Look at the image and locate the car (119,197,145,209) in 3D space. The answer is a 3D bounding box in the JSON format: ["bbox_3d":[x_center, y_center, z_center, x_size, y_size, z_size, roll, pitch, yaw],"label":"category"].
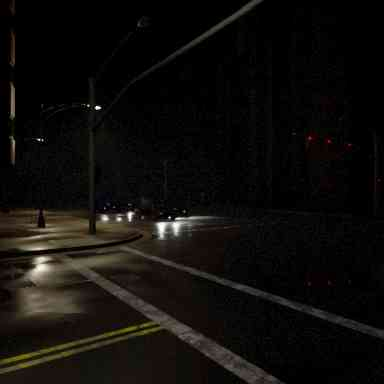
[{"bbox_3d":[-8.551,1.526,47.062,1.812,1.442,4.674,0,0,-36],"label":"car"}]

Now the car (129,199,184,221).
[{"bbox_3d":[-3.061,1.547,27.453,2.033,1.411,5.357,0,0,-31],"label":"car"}]

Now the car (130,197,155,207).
[{"bbox_3d":[-7.852,1.526,52.055,1.812,1.442,4.674,0,0,-37],"label":"car"}]

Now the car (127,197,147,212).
[{"bbox_3d":[-7.532,1.352,39.453,2.097,1.767,4.553,0,0,-37],"label":"car"}]

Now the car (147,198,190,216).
[{"bbox_3d":[-2.126,1.505,32.024,1.837,1.490,4.892,0,0,-36],"label":"car"}]

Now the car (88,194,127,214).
[{"bbox_3d":[-9.605,1.222,36.350,2.150,2.045,5.566,0,0,-36],"label":"car"}]
